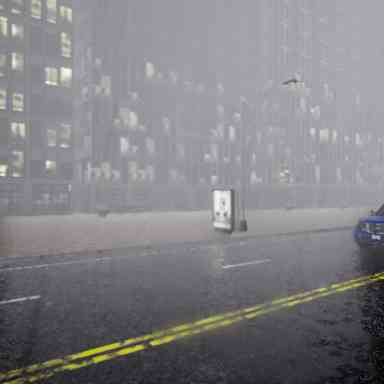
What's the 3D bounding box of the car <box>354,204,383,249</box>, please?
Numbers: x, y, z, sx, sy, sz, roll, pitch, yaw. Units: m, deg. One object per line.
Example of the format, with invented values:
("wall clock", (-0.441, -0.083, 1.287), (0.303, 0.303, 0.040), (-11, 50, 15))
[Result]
("car", (9.278, 1.395, 14.272), (5.566, 2.045, 2.150), (1, 0, -35))
